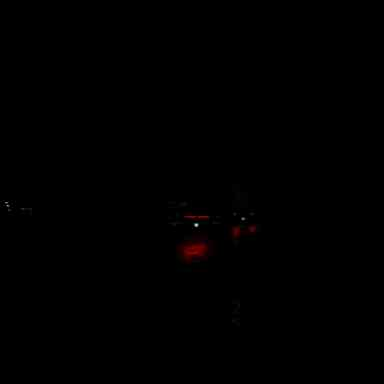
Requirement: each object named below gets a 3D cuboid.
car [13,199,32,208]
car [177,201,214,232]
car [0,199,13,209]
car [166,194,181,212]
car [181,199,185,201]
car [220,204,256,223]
[{"bbox_3d":[-27.692,1.819,52.956,4.892,1.490,1.837,-1,0,29],"label":"car"},{"bbox_3d":[0.257,1.531,20.504,1.837,1.490,4.892,0,0,0],"label":"car"},{"bbox_3d":[-29.666,1.678,50.049,4.553,1.767,2.097,0,0,29],"label":"car"},{"bbox_3d":[-3.640,1.305,39.028,2.150,2.045,5.566,0,0,-25],"label":"car"},{"bbox_3d":[-2.245,1.554,43.588,1.882,1.535,5.008,0,0,-29],"label":"car"},{"bbox_3d":[3.445,1.606,25.840,1.895,1.301,4.718,0,0,-5],"label":"car"}]
